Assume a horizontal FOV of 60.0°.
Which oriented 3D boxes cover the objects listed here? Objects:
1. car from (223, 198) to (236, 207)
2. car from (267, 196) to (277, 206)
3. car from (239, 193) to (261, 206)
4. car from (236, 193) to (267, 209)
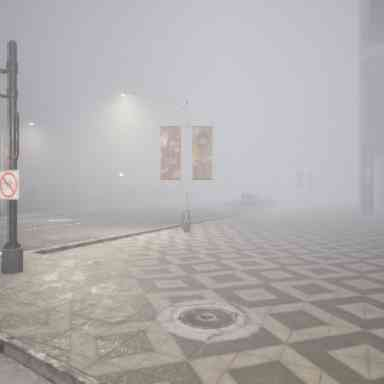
[{"bbox_3d":[6.221,1.570,49.020,1.895,1.301,4.718,0,0,27],"label":"car"},{"bbox_3d":[12.794,1.449,55.126,2.128,1.511,4.902,0,0,26],"label":"car"},{"bbox_3d":[9.888,1.183,56.582,2.150,2.045,5.566,0,0,26],"label":"car"},{"bbox_3d":[8.270,1.189,45.801,2.150,2.045,5.566,0,0,27],"label":"car"}]
